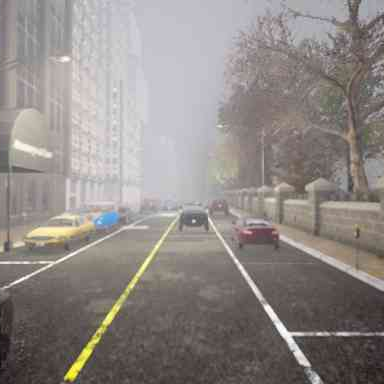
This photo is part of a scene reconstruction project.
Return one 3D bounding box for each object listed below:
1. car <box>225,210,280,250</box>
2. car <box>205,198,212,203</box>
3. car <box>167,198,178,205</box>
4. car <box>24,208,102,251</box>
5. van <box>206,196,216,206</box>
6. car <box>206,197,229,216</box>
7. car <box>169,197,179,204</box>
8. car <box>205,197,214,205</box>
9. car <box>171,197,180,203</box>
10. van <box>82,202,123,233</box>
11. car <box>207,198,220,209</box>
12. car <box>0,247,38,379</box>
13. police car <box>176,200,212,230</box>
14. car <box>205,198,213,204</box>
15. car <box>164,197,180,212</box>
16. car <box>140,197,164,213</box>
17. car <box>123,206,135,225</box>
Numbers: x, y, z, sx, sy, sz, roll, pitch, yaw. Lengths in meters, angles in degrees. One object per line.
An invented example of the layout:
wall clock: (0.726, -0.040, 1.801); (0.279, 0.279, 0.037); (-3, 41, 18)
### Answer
car: (2.697, 1.698, 14.762); (1.802, 1.307, 4.206); (0, 0, 0)
car: (4.245, 2.143, 85.736); (1.802, 1.307, 4.206); (1, 0, 2)
car: (-4.422, 2.057, 75.034); (2.008, 1.369, 4.403); (1, 0, 2)
car: (-5.692, 1.642, 14.860); (1.752, 1.417, 4.829); (0, 0, 0)
van: (3.667, 1.782, 63.831); (1.690, 1.788, 3.998); (1, 0, 2)
car: (2.942, 1.585, 36.448); (2.192, 1.841, 5.009); (1, 0, 2)
car: (-4.276, 1.976, 80.509); (1.967, 1.590, 4.097); (1, 0, 2)
car: (3.956, 1.943, 74.783); (1.967, 1.590, 4.097); (1, 0, 2)
car: (-4.131, 2.005, 85.981); (1.967, 1.590, 4.097); (1, 0, 2)
van: (-5.680, 1.501, 20.591); (1.690, 1.788, 3.998); (1, 0, 0)
car: (3.376, 1.815, 52.876); (1.967, 1.590, 4.097); (1, 0, 2)
car: (-3.100, 1.523, 2.169); (1.837, 1.490, 4.892); (0, 0, 0)
police car: (0.128, 1.602, 22.925); (1.930, 1.638, 5.238); (0, 0, 0)
car: (4.100, 2.098, 80.260); (1.947, 1.339, 4.313); (1, 0, 2)
car: (-2.677, 1.804, 42.996); (2.128, 1.511, 4.902); (0, 0, 2)
car: (-5.289, 1.625, 42.202); (2.192, 1.841, 5.009); (1, 0, 2)
car: (-5.651, 1.766, 26.132); (1.947, 1.339, 4.313); (1, 0, 1)
